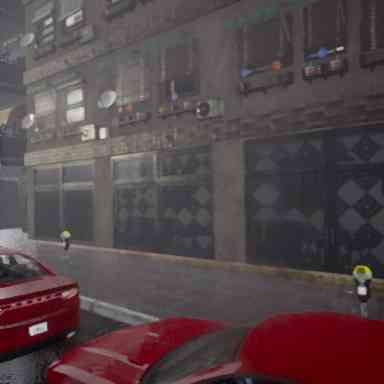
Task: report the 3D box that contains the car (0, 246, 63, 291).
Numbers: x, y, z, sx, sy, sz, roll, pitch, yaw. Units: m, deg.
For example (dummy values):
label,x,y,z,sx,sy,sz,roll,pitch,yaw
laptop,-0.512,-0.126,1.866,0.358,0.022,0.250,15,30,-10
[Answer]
label,x,y,z,sx,sy,sz,roll,pitch,yaw
car,-3.692,1.541,5.379,4.507,1.381,1.887,0,-1,36

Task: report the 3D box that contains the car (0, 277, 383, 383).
label,x,y,z,sx,sy,sz,roll,pitch,yaw
car,0.810,1.545,2.166,4.507,1.381,1.887,0,-1,36
